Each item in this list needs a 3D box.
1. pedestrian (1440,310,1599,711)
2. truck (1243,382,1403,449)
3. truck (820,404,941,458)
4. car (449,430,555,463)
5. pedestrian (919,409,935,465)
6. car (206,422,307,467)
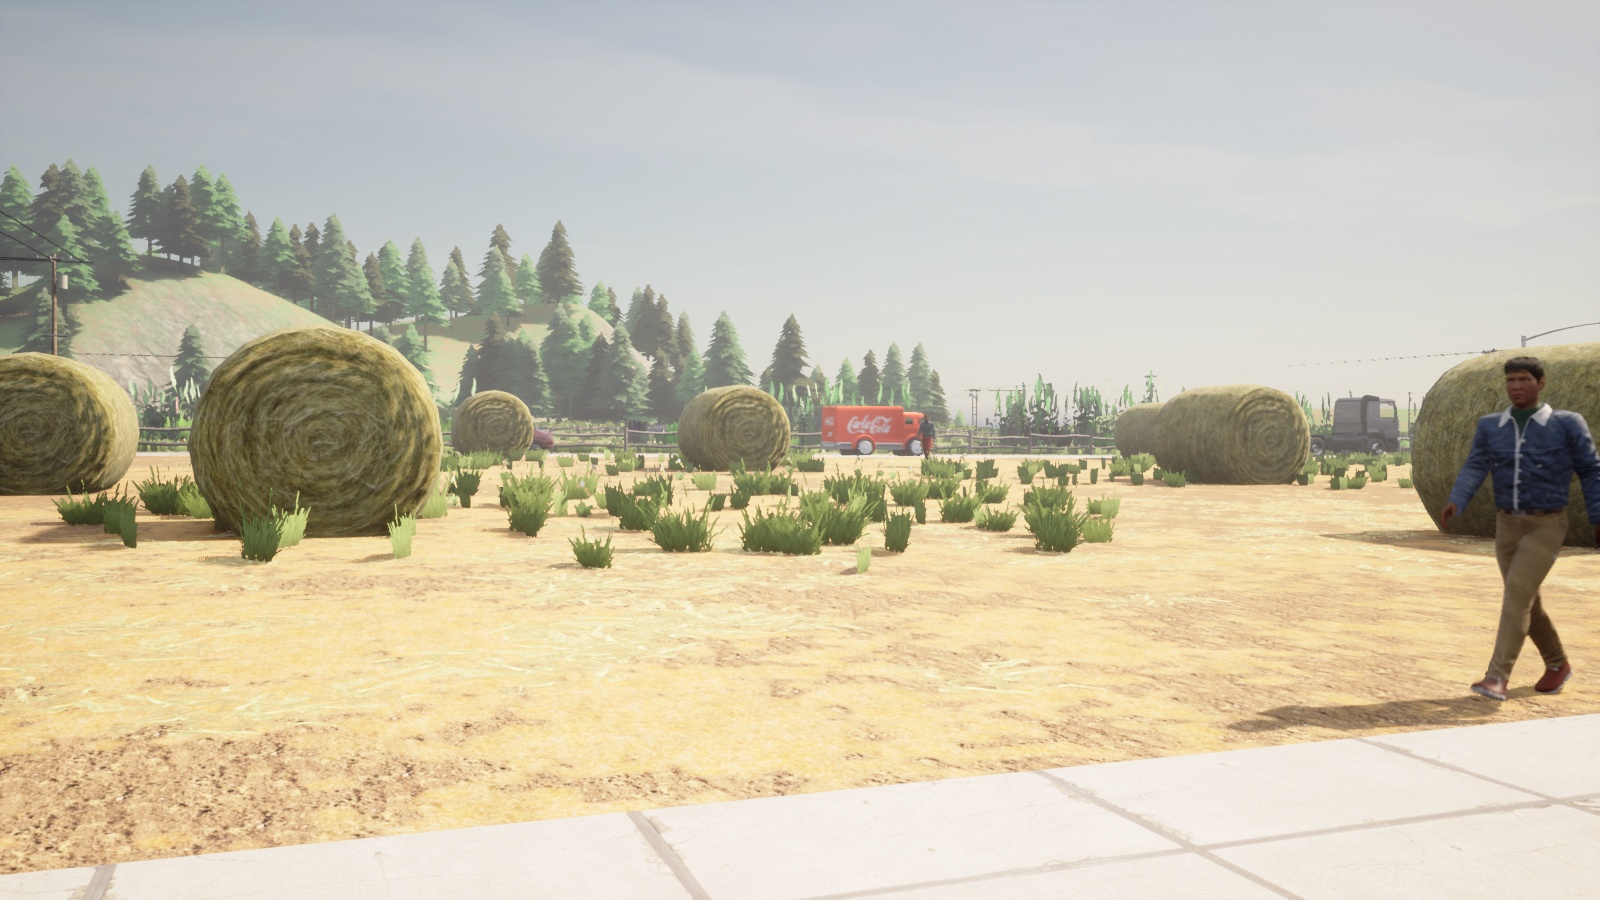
[{"bbox_3d":[3.733,0.286,6.478,0.788,1.949,0.423,-1,1,-33],"label":"pedestrian"},{"bbox_3d":[28.178,-1.856,67.656,7.936,3.462,2.891,-1,1,-17],"label":"truck"},{"bbox_3d":[3.843,-0.941,60.236,5.204,2.467,2.627,-1,1,-17],"label":"truck"},{"bbox_3d":[-13.881,-0.196,58.492,4.674,1.442,1.812,-1,1,-17],"label":"car"},{"bbox_3d":[4.234,-0.433,41.953,0.353,1.847,0.614,0,1,24],"label":"pedestrian"},{"bbox_3d":[-23.925,-0.253,55.423,3.866,1.878,1.905,-1,1,-17],"label":"car"}]
